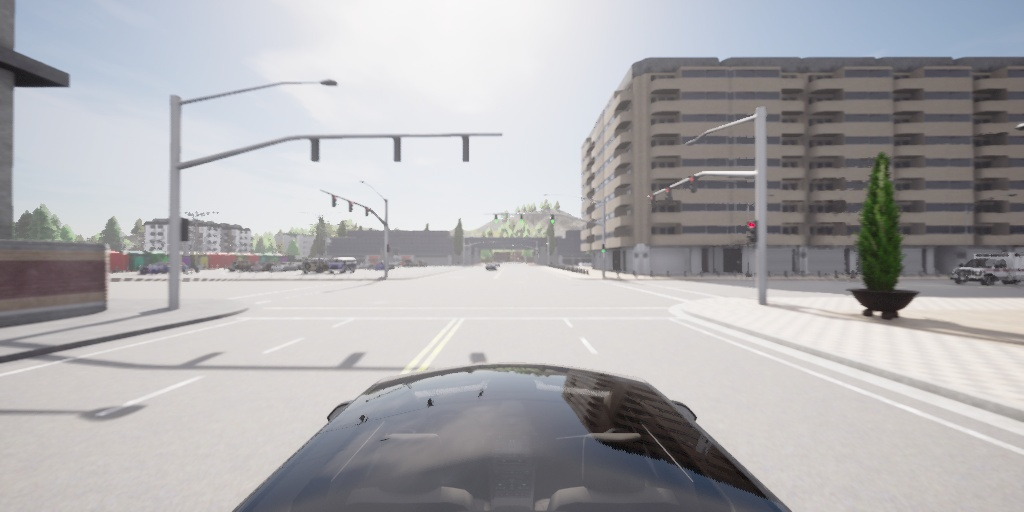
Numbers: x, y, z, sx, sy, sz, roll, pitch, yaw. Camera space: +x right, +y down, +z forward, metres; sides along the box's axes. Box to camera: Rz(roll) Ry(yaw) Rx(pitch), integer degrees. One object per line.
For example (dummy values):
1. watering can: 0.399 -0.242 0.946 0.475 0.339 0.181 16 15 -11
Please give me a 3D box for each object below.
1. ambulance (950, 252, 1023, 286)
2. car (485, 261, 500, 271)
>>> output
1. ambulance: 36.479 0.956 26.462 6.366 2.431 2.351 0 -1 1
2. car: -3.525 1.906 61.170 1.895 1.301 4.718 0 -1 1
